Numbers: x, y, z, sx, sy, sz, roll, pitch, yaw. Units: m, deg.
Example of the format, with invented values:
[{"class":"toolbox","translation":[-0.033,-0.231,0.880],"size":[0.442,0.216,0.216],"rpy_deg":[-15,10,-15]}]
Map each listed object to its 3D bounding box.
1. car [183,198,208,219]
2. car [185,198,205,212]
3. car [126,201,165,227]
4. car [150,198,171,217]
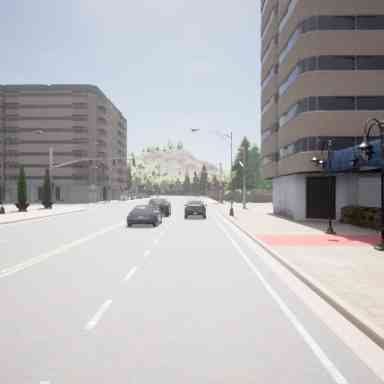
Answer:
[{"class":"car","translation":[0.302,1.505,29.584],"size":[1.837,1.490,4.892],"rpy_deg":[0,0,1]},{"class":"car","translation":[0.332,1.491,38.943],"size":[2.128,1.511,4.902],"rpy_deg":[0,0,1]},{"class":"car","translation":[-3.209,1.564,22.956],"size":[1.994,1.385,4.181],"rpy_deg":[0,0,1]},{"class":"car","translation":[-3.133,1.352,31.596],"size":[2.097,1.767,4.553],"rpy_deg":[0,0,0]}]
